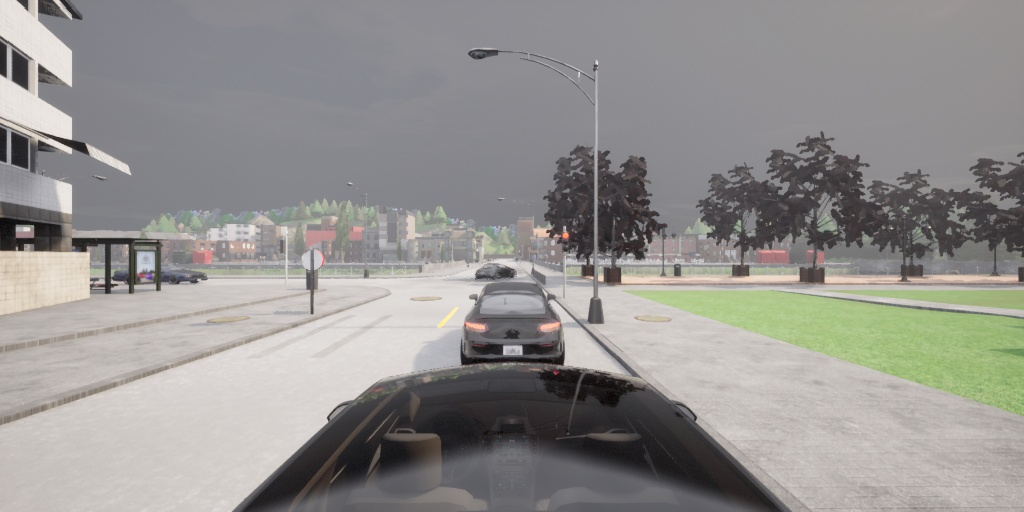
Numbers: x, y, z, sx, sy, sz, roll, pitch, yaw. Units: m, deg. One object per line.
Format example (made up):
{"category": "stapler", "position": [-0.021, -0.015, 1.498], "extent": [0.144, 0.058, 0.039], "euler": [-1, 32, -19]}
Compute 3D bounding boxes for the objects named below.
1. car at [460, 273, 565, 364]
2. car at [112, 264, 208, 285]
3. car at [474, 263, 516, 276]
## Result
{"category": "car", "position": [0.009, 1.276, 7.781], "extent": [1.812, 1.442, 4.674], "euler": [0, 0, 0]}
{"category": "car", "position": [-24.739, 1.297, 25.277], "extent": [5.357, 1.411, 2.033], "euler": [0, 0, -1]}
{"category": "car", "position": [-1.354, 1.314, 30.645], "extent": [1.994, 1.385, 4.181], "euler": [0, 0, 32]}
